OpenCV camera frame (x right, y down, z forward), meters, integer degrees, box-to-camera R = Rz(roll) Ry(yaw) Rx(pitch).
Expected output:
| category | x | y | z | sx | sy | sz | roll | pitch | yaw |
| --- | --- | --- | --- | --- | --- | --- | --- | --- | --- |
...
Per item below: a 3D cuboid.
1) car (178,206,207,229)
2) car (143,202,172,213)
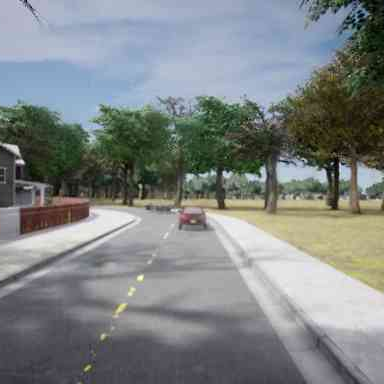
| category | x | y | z | sx | sy | sz | roll | pitch | yaw |
| --- | --- | --- | --- | --- | --- | --- | --- | --- | --- |
| car | 0.046 | 1.675 | 22.780 | 1.812 | 1.442 | 4.674 | 0 | 0 | -1 |
| car | -4.392 | 1.876 | 41.130 | 1.895 | 1.301 | 4.718 | 1 | -1 | -31 |
